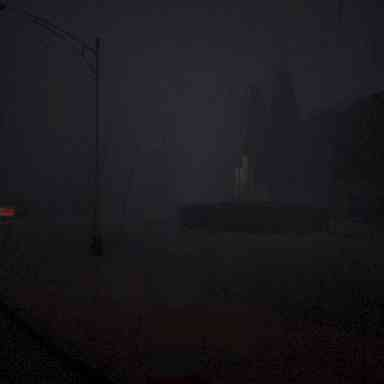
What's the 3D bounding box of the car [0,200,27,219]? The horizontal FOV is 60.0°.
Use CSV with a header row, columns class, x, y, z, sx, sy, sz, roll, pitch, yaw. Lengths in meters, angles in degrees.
class,x,y,z,sx,sy,sz,roll,pitch,yaw
car,-16.748,1.502,30.601,2.097,1.767,4.553,0,0,-13
